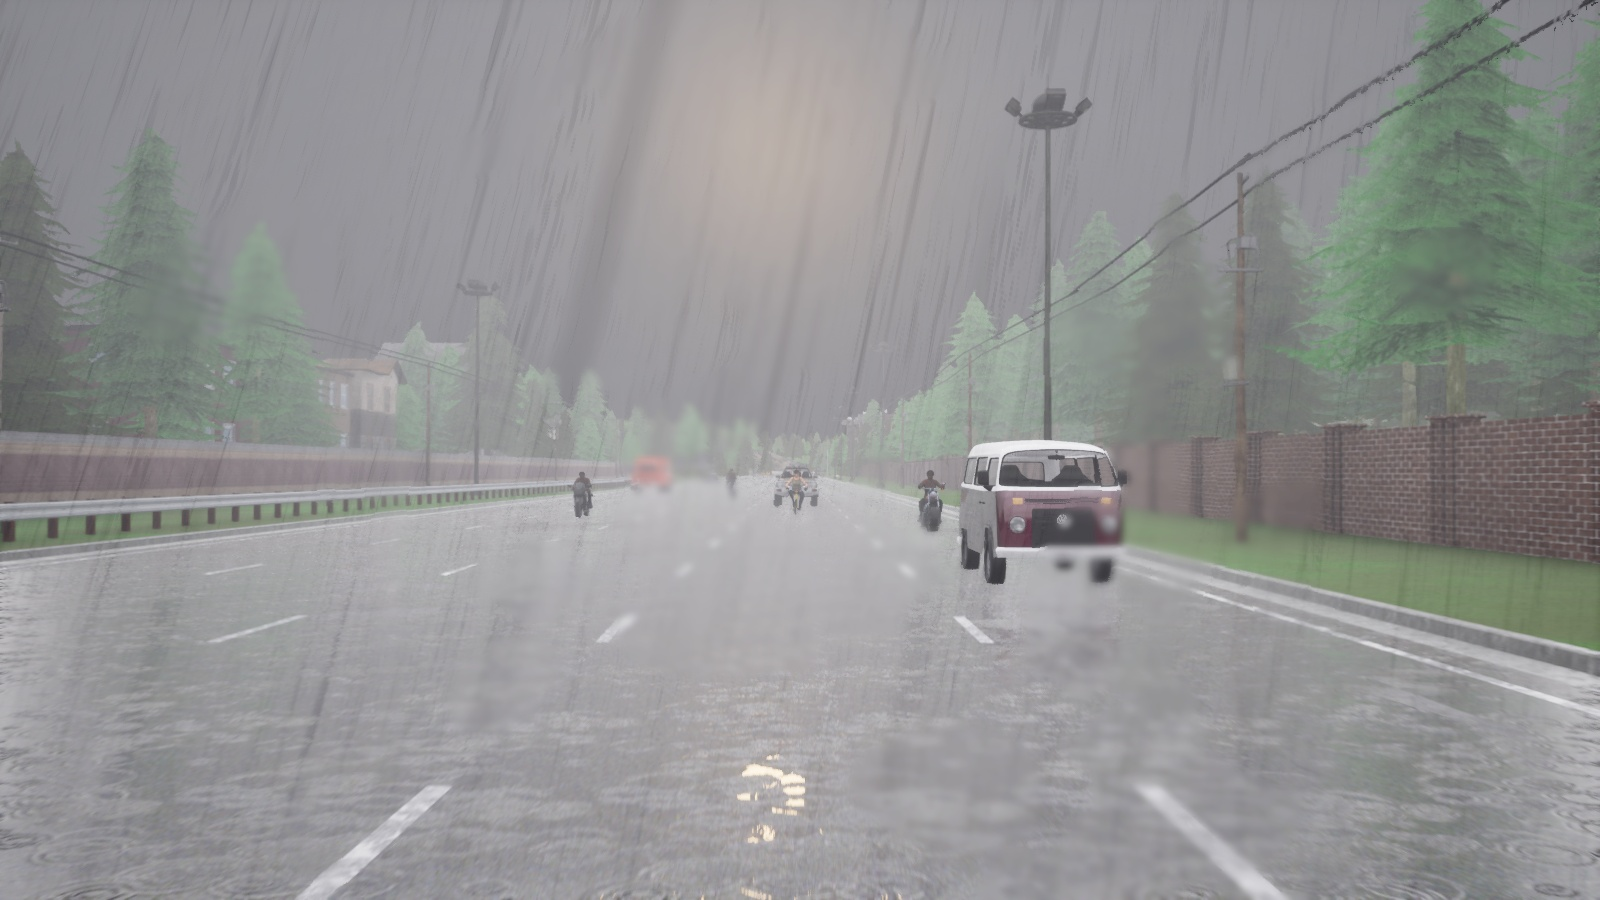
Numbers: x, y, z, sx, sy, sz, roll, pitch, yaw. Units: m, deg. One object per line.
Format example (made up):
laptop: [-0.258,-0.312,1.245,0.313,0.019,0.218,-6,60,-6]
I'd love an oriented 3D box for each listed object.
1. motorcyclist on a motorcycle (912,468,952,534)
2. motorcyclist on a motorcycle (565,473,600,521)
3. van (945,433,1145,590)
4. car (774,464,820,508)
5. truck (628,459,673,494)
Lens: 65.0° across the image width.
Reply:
motorcyclist on a motorcycle: [3.421,1.298,32.674,0.766,1.649,2.350,0,-1,0]
motorcyclist on a motorcycle: [-7.099,1.512,41.048,0.797,1.523,2.044,0,-1,0]
van: [3.454,0.836,18.618,2.069,2.038,4.480,0,-1,0]
car: [-0.135,1.570,56.021,1.932,1.855,4.605,0,-1,0]
truck: [-10.719,1.887,90.604,2.627,2.467,5.204,0,-1,0]
